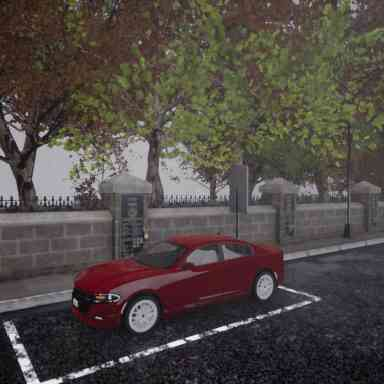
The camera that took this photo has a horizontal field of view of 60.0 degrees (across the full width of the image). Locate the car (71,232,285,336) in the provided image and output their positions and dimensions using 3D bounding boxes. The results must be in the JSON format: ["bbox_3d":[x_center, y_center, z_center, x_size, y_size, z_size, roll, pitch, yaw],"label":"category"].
[{"bbox_3d":[-0.052,1.545,6.681,4.507,1.381,1.887,0,0,-36],"label":"car"}]
